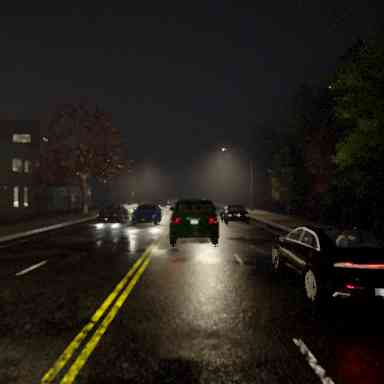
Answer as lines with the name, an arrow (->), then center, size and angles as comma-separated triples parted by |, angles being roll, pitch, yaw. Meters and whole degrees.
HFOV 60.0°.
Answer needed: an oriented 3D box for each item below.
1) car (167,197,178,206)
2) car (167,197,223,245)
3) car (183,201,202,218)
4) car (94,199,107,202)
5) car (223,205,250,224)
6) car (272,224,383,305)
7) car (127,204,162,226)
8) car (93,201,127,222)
car -> -3.823, 1.838, 65.920 | 2.097, 1.767, 4.553 | 0, 0, -1
car -> 0.095, 1.330, 16.217 | 2.150, 2.045, 5.566 | 0, 0, 0
car -> 0.031, 1.735, 34.516 | 1.837, 1.490, 4.892 | 0, 0, -1
car -> -20.716, 2.338, 77.367 | 4.313, 1.339, 1.947 | -1, 1, -1
car -> 3.338, 1.724, 26.362 | 2.033, 1.411, 5.357 | 0, 0, 0
car -> 3.347, 1.547, 8.230 | 2.128, 1.511, 4.902 | 0, 0, 0
car -> -3.365, 1.647, 25.382 | 1.882, 1.535, 5.008 | 0, 0, 0
car -> -6.617, 1.736, 28.292 | 2.033, 1.411, 5.357 | 0, 0, 0
